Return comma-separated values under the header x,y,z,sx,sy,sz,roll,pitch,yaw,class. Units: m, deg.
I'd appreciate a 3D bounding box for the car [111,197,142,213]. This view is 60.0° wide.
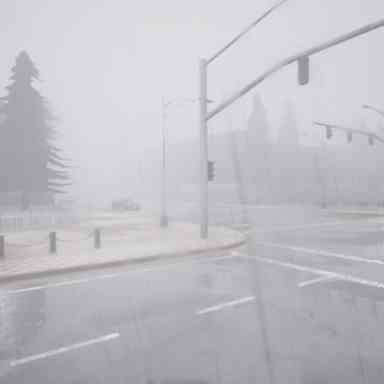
x,y,z,sx,sy,sz,roll,pitch,yaw,class
-7.070,1.363,35.296,1.837,1.490,4.892,-1,1,-35,car

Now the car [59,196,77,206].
x,y,z,sx,sy,sz,roll,pitch,yaw,class
-20.050,1.383,53.635,1.812,1.442,4.674,-1,0,-35,car
